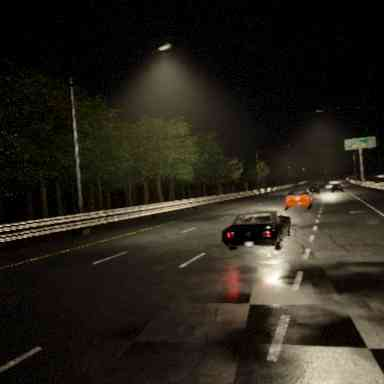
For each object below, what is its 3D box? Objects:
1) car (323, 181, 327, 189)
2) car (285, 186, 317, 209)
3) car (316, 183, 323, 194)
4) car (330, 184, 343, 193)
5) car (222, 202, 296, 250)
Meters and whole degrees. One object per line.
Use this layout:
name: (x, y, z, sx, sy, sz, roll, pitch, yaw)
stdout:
car: (34.100, -1.494, 88.242, 1.994, 1.385, 4.181, -5, 0, 23)
car: (9.455, 0.535, 29.253, 2.097, 1.767, 4.553, -5, 0, 23)
car: (20.952, -0.313, 56.980, 1.837, 1.490, 4.892, -5, 0, 23)
car: (25.591, -0.700, 58.774, 1.837, 1.490, 4.892, -5, 1, 23)
car: (2.722, 1.360, 13.006, 1.895, 1.301, 4.718, -5, 0, 23)
